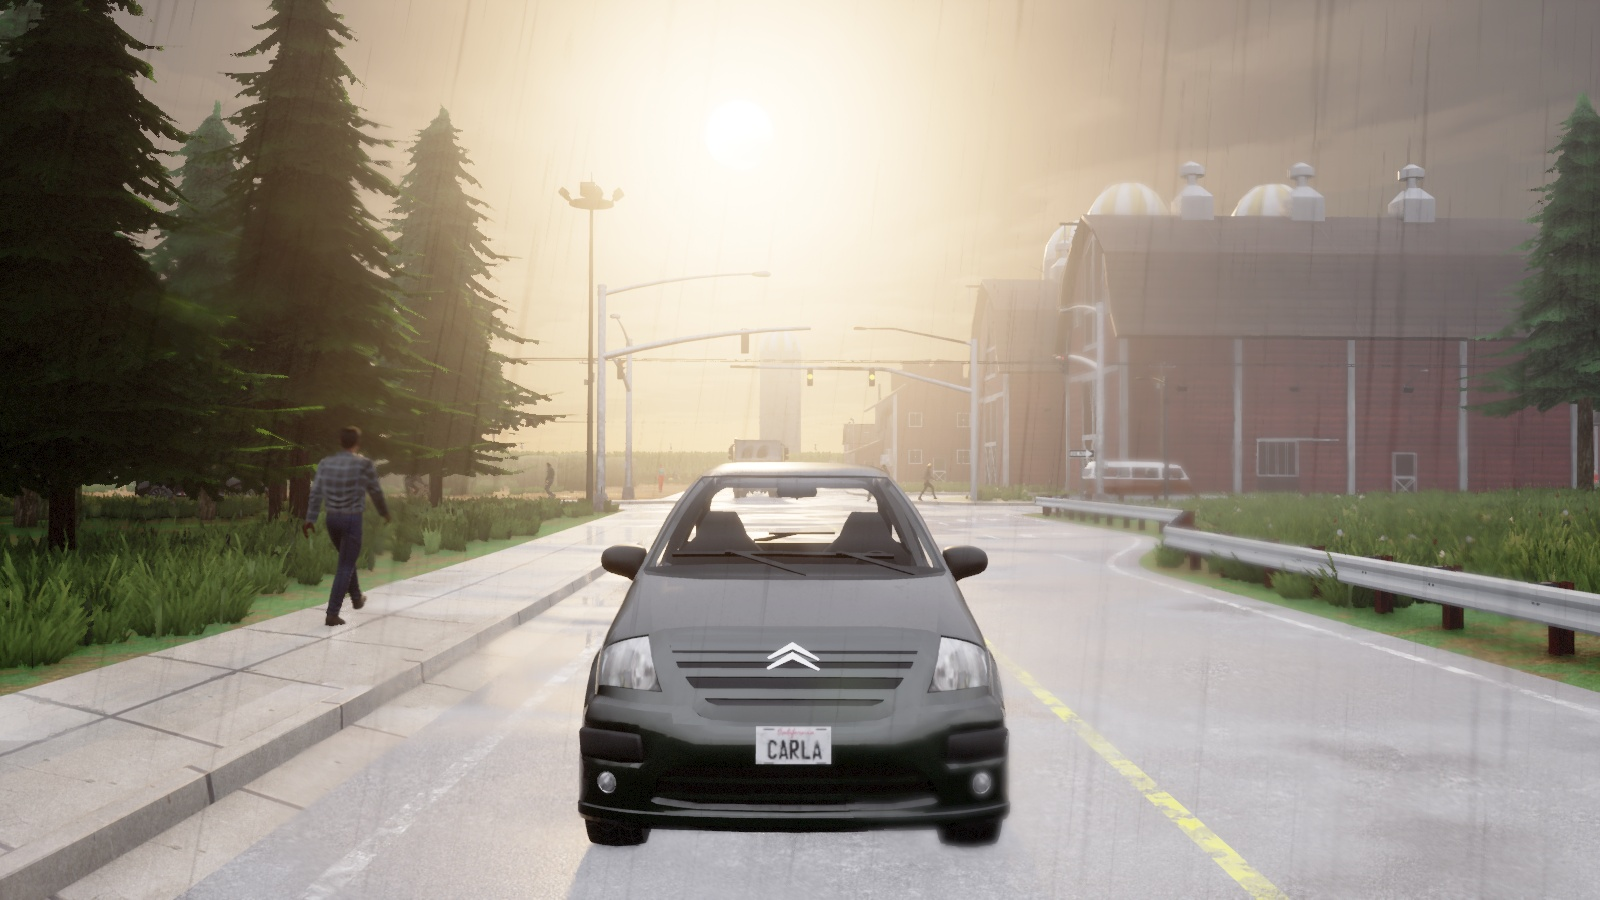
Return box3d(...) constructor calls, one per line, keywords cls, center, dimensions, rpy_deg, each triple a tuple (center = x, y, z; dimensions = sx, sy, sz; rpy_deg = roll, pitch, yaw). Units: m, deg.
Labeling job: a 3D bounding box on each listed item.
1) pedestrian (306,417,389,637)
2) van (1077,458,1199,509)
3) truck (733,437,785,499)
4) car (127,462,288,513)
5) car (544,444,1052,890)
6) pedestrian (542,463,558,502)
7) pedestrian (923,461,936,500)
box3d(cls="pedestrian", center=(-4.138, 0.686, 11.517), dimensions=(0.423, 1.949, 0.788), rpy_deg=(0, -1, 5))
box3d(cls="van", center=(14.031, 1.384, 52.267), dimensions=(4.480, 2.038, 2.069), rpy_deg=(0, -1, -4))
box3d(cls="truck", center=(-2.453, 1.075, 73.816), dimensions=(2.891, 3.462, 7.936), rpy_deg=(0, -1, -2))
box3d(cls="car", center=(-24.170, 1.518, 51.378), dimensions=(5.566, 2.045, 2.150), rpy_deg=(0, -1, -1))
box3d(cls="car", center=(-0.021, 0.823, 6.581), dimensions=(1.851, 1.617, 3.988), rpy_deg=(0, -1, 0))
box3d(cls="pedestrian", center=(-11.800, 1.528, 59.273), dimensions=(0.614, 1.847, 0.353), rpy_deg=(0, -1, 12))
box3d(cls="pedestrian", center=(6.192, 1.453, 60.054), dimensions=(0.634, 1.846, 0.331), rpy_deg=(0, -1, 7))
